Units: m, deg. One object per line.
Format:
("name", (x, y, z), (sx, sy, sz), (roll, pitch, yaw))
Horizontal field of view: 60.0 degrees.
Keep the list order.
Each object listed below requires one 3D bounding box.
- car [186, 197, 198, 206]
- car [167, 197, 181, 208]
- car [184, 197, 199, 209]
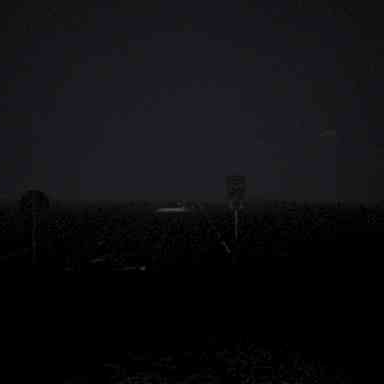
("car", (0.024, 1.568, 55.978), (1.837, 1.490, 4.892), (-1, 0, 0))
("car", (-2.730, 1.568, 50.148), (1.882, 1.535, 5.008), (-1, 0, 0))
("car", (0.020, 1.574, 45.973), (1.812, 1.442, 4.674), (-1, 0, 0))
